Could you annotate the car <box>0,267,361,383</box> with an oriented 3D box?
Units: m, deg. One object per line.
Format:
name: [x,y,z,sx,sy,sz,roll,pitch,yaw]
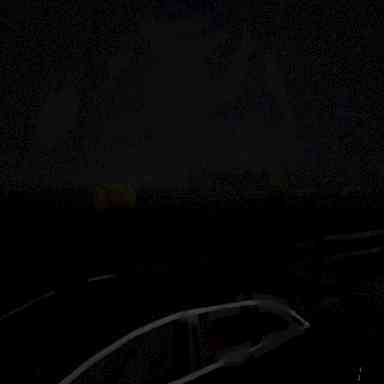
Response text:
car: [-0.614,1.489,2.615,4.902,1.511,2.128,0,0,-35]
